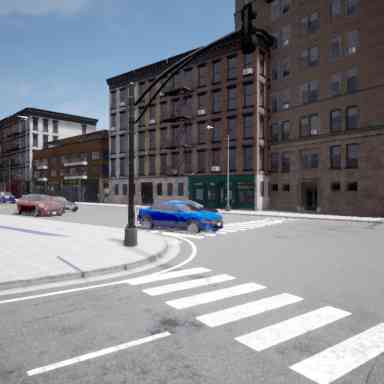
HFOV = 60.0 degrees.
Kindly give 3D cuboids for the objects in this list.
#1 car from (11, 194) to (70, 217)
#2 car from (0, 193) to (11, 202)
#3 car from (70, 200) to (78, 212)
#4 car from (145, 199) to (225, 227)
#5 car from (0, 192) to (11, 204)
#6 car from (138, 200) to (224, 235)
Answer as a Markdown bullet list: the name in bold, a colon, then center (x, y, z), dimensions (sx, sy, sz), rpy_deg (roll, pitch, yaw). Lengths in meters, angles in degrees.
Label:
- **car**: center (-12.150, 0.986, 26.553), dimensions (4.553, 1.767, 2.097), rpy_deg (1, 0, 39)
- **car**: center (-33.140, 0.897, 57.609), dimensions (4.674, 1.442, 1.812), rpy_deg (1, 0, 43)
- **car**: center (-12.508, 1.145, 30.988), dimensions (4.674, 1.442, 1.812), rpy_deg (1, 0, 39)
- **car**: center (-0.512, 1.272, 21.712), dimensions (4.902, 1.511, 2.128), rpy_deg (1, 0, 36)
- **car**: center (-27.583, 0.786, 48.232), dimensions (4.553, 1.767, 2.097), rpy_deg (1, 0, 41)
- **car**: center (-0.669, 1.268, 17.657), dimensions (5.008, 1.535, 1.882), rpy_deg (1, 0, 37)
